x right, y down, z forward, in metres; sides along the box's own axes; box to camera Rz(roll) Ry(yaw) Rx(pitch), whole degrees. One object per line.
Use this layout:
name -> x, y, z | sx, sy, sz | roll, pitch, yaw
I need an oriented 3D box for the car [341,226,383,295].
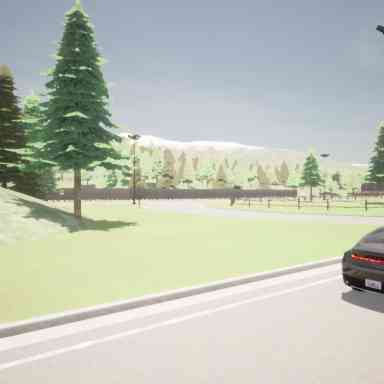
car -> 5.425, 1.505, 7.714 | 4.892, 1.490, 1.837 | 0, 0, -35
